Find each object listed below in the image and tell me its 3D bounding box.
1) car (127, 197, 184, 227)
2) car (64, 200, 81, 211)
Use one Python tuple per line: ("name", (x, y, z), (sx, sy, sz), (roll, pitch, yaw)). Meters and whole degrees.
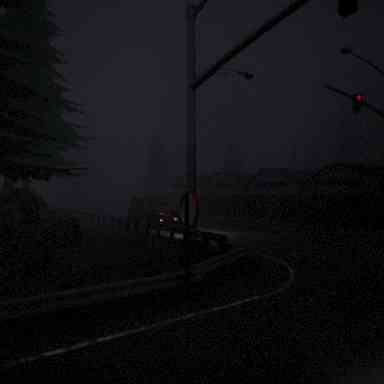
("car", (-2.623, 1.361, 23.416), (2.150, 2.045, 5.566), (0, 0, -35))
("car", (-15.466, 1.692, 43.139), (1.994, 1.385, 4.181), (0, 0, -18))
